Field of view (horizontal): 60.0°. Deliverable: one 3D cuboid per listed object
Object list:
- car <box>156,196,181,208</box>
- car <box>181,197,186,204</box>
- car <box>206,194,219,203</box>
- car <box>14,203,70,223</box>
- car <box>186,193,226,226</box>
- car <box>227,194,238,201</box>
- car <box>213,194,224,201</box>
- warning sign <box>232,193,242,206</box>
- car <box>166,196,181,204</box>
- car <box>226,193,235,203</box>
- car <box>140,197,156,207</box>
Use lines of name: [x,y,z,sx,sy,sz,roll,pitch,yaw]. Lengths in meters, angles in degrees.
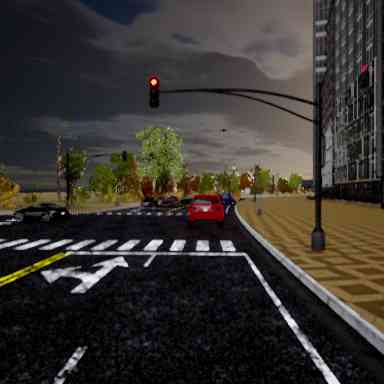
car: [-3.200,1.519,46.515,1.994,1.385,4.181,0,0,8]
car: [-0.895,1.547,61.202,1.895,1.301,4.718,0,0,10]
car: [4.333,1.292,70.999,2.097,1.767,4.553,0,0,12]
car: [-11.326,1.540,25.077,4.181,1.385,1.994,0,0,22]
car: [1.069,1.197,23.151,2.150,2.045,5.566,0,0,5]
car: [9.742,1.334,80.404,2.128,1.511,4.902,0,0,14]
car: [6.479,1.312,80.731,1.812,1.442,4.674,0,0,14]
warning sign: [6.561,1.074,48.453,1.300,1.860,1.060,0,0,8]
car: [-3.567,1.467,64.569,1.812,1.442,4.674,0,0,11]
car: [7.453,1.166,70.047,2.150,2.045,5.566,0,0,12]
car: [-6.157,1.477,48.863,1.812,1.442,4.674,0,0,8]
